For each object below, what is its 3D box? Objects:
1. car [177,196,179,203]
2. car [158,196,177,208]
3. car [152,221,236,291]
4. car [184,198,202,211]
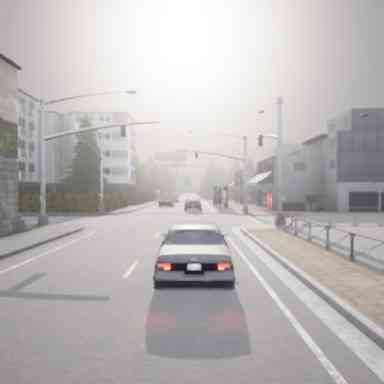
[{"bbox_3d":[-3.513,1.370,63.030,1.895,1.301,4.718,0,0,1],"label":"car"},{"bbox_3d":[-3.569,1.431,46.243,1.895,1.301,4.718,0,0,0],"label":"car"},{"bbox_3d":[0.064,1.514,9.051,2.033,1.411,5.357,0,0,1],"label":"car"},{"bbox_3d":[0.115,1.379,38.885,1.812,1.442,4.674,0,0,0],"label":"car"}]
